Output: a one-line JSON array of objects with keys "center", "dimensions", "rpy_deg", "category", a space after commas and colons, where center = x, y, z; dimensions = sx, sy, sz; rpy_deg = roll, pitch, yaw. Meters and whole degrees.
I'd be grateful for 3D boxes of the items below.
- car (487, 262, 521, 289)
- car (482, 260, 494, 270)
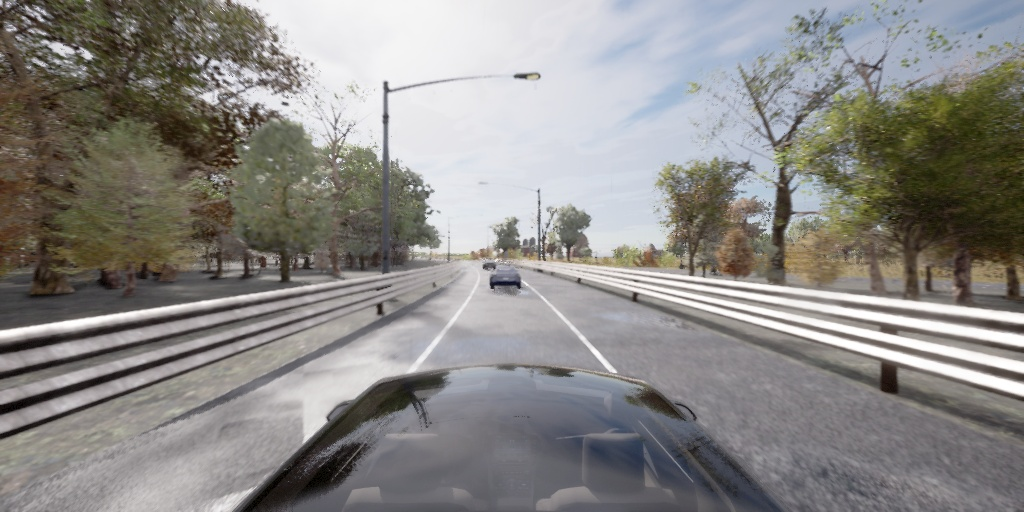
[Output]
[{"center": [-0.497, 1.318, 23.568], "dimensions": [1.994, 1.385, 4.181], "rpy_deg": [0, 0, -4], "category": "car"}, {"center": [-3.414, 1.261, 53.151], "dimensions": [1.812, 1.442, 4.674], "rpy_deg": [0, 0, -8], "category": "car"}]
